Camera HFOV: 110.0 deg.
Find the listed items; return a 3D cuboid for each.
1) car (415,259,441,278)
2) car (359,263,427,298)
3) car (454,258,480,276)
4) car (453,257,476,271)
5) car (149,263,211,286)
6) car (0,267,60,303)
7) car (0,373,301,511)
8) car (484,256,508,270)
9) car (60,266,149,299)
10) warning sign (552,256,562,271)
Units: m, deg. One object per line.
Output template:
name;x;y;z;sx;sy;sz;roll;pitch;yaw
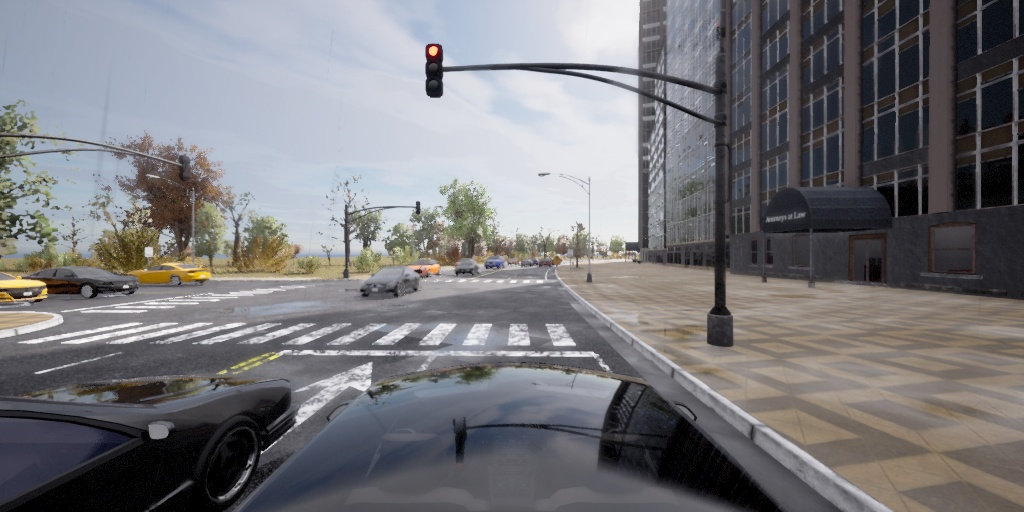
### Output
car;-8.277;1.098;33.715;2.097;1.767;4.553;0;0;5
car;-6.098;1.273;18.580;1.812;1.442;4.674;0;0;3
car;-4.640;1.252;37.616;1.837;1.490;4.892;0;0;6
car;-6.507;1.099;49.496;2.097;1.767;4.553;0;0;8
car;-23.744;1.255;24.827;5.008;1.535;1.882;0;0;3
car;-22.473;1.288;14.906;5.008;1.535;1.882;0;0;3
car;-3.128;1.298;1.222;2.033;1.411;5.357;0;0;1
car;-2.575;0.968;54.154;2.150;2.045;5.566;0;1;10
car;-21.831;1.275;18.126;5.008;1.535;1.882;0;0;4
warning sign;5.525;0.868;43.921;1.300;1.860;1.060;0;0;7
